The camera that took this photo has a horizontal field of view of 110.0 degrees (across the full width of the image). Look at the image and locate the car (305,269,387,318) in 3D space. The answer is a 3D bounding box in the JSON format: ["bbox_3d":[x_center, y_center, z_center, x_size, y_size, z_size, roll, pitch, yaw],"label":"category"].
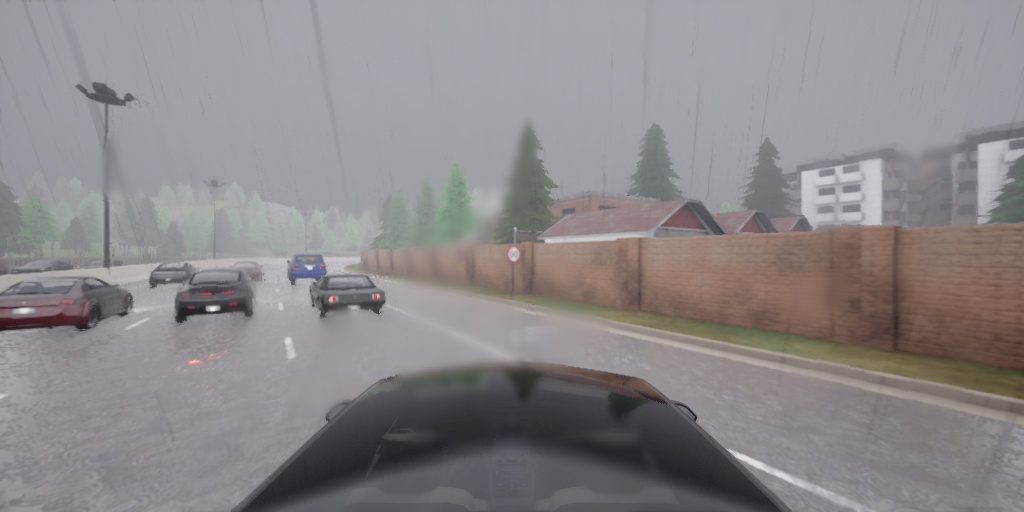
[{"bbox_3d":[-6.019,1.300,12.815,1.895,1.301,4.718,0,0,-34],"label":"car"}]

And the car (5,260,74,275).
[{"bbox_3d":[-38.412,1.059,29.558,1.882,1.535,5.008,0,0,-32],"label":"car"}]

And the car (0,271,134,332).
[{"bbox_3d":[-12.661,1.261,10.159,1.994,1.385,4.181,0,0,-34],"label":"car"}]

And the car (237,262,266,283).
[{"bbox_3d":[-18.675,1.157,25.338,1.812,1.442,4.674,0,0,-34],"label":"car"}]

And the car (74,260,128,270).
[{"bbox_3d":[-35.298,1.087,31.171,1.837,1.490,4.892,0,0,-32],"label":"car"}]

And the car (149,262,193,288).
[{"bbox_3d":[-21.010,1.130,22.537,2.128,1.511,4.902,0,0,-34],"label":"car"}]

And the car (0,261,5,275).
[{"bbox_3d":[-41.832,1.105,28.421,1.812,1.442,4.674,0,0,-32],"label":"car"}]

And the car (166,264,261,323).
[{"bbox_3d":[-9.761,1.202,12.121,1.837,1.490,4.892,0,1,-34],"label":"car"}]

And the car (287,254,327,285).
[{"bbox_3d":[-14.599,0.862,25.540,2.150,2.045,5.566,0,1,-34],"label":"car"}]
